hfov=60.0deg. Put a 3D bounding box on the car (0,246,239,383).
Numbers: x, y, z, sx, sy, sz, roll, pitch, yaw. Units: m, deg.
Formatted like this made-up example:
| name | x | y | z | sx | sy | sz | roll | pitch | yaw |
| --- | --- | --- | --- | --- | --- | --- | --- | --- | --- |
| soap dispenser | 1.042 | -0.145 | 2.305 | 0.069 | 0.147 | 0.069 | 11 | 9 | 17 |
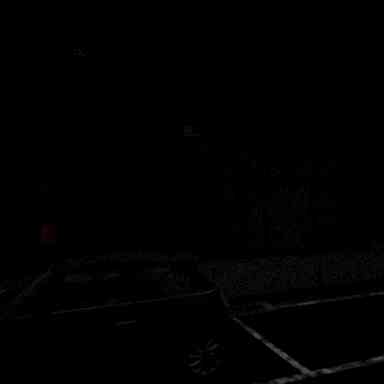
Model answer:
| name | x | y | z | sx | sy | sz | roll | pitch | yaw |
| --- | --- | --- | --- | --- | --- | --- | --- | --- | --- |
| car | -1.534 | 1.606 | 4.516 | 4.097 | 1.590 | 1.967 | 0 | -2 | -19 |
